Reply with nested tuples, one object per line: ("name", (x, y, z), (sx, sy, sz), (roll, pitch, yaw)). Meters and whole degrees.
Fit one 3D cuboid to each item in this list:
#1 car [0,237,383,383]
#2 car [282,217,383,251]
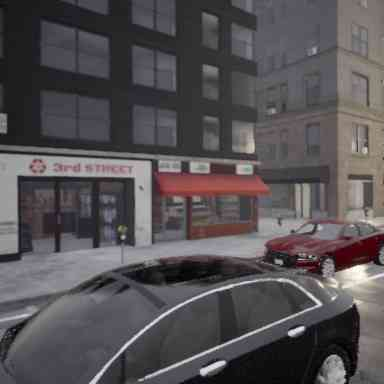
("car", (-0.307, 1.488, 3.161), (4.892, 1.490, 1.837), (-1, 0, -35))
("car", (3.959, 1.446, 9.471), (4.507, 1.381, 1.887), (-1, 1, -36))
